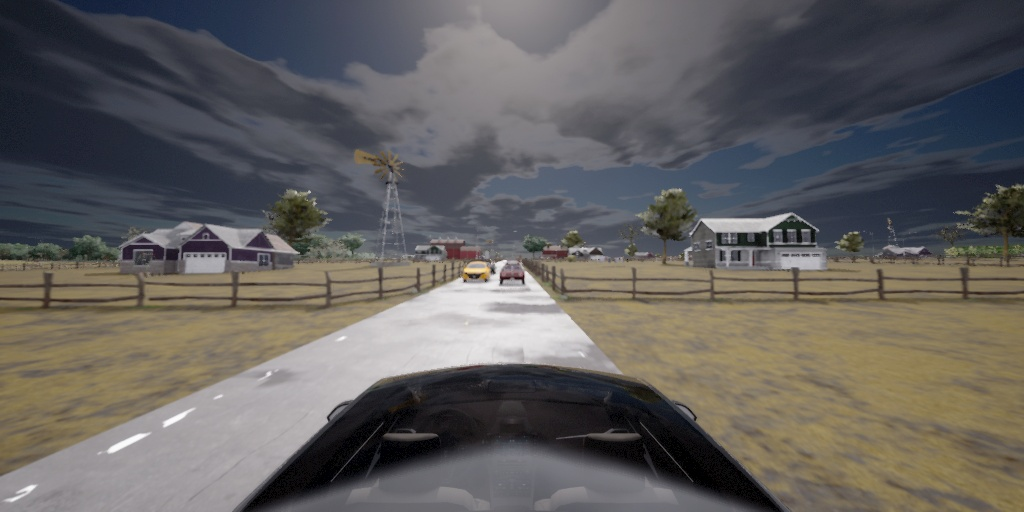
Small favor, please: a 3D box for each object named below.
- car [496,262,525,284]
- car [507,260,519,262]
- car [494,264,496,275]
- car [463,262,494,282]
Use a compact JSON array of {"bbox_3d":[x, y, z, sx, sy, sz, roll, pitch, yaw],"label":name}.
[{"bbox_3d":[0.039,1.346,27.280,1.895,1.301,4.718,0,0,1],"label":"car"},{"bbox_3d":[0.102,1.216,45.142,1.882,1.535,5.008,0,0,0],"label":"car"},{"bbox_3d":[-2.734,1.342,39.853,1.895,1.301,4.718,0,0,0],"label":"car"},{"bbox_3d":[-2.745,1.223,28.661,1.882,1.535,5.008,0,0,0],"label":"car"}]
